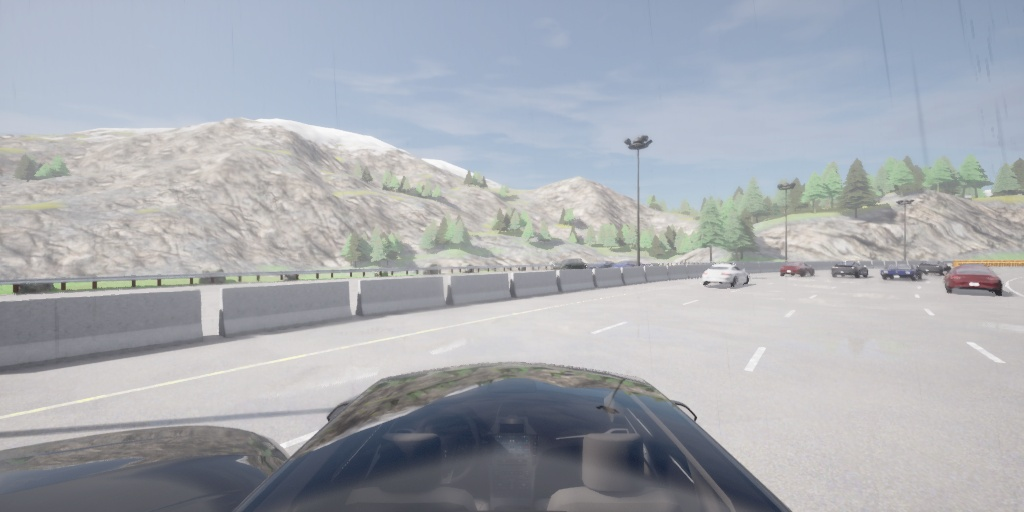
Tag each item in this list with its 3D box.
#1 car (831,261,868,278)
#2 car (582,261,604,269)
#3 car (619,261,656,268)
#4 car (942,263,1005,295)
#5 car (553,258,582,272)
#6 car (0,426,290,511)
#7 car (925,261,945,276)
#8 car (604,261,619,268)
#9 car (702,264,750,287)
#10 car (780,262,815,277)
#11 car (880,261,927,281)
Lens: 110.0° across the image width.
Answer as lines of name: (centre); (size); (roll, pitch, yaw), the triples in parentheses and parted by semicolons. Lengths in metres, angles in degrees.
car: (31.376, 1.242, 33.286); (4.902, 1.511, 2.128); (0, 0, -35)
car: (11.718, 1.297, 45.053); (5.357, 1.411, 2.033); (0, 0, -38)
car: (13.716, 1.351, 37.673); (4.718, 1.301, 1.895); (0, 0, -39)
car: (25.259, 1.276, 19.731); (4.674, 1.442, 1.812); (0, 0, -40)
car: (7.303, 1.101, 45.982); (4.553, 1.767, 2.097); (0, 0, -39)
car: (-2.981, 1.255, 0.477); (4.892, 1.490, 1.837); (0, 0, -45)
car: (43.314, 1.242, 36.808); (4.902, 1.511, 2.128); (0, 0, -31)
car: (13.235, 1.276, 41.787); (4.674, 1.442, 1.812); (0, 0, -38)
car: (14.467, 1.276, 24.237); (4.674, 1.442, 1.812); (0, 0, -42)
car: (27.957, 1.276, 35.133); (4.674, 1.442, 1.812); (0, 0, -36)
car: (32.309, 1.351, 29.677); (4.718, 1.301, 1.895); (0, 0, -35)
